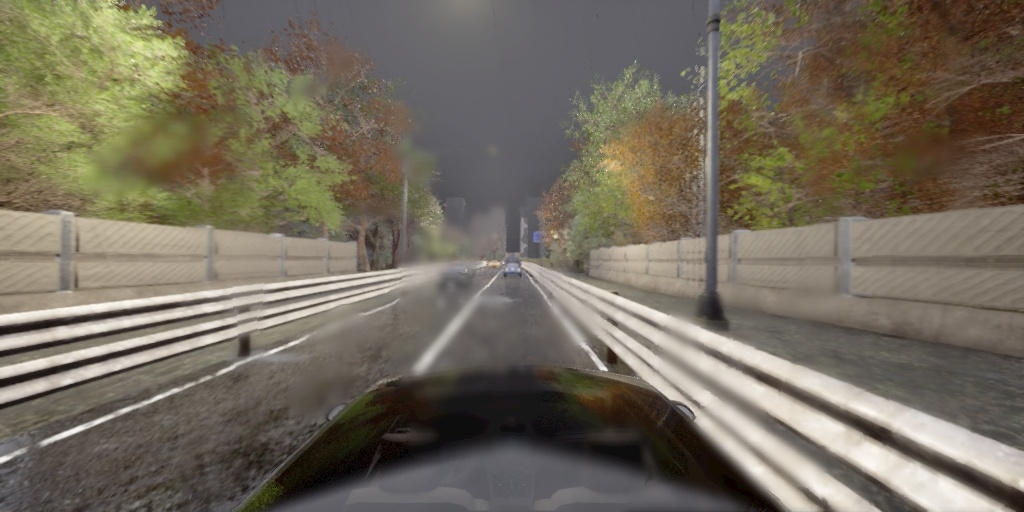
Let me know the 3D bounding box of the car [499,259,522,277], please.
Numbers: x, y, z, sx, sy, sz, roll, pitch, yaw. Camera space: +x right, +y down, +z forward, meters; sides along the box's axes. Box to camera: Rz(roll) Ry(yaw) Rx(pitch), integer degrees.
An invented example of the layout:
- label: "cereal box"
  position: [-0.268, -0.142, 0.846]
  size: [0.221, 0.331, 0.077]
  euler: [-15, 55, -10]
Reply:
- label: "car"
  position: [0.069, 1.334, 36.125]
  size: [2.033, 1.411, 5.357]
  euler: [1, 0, 0]

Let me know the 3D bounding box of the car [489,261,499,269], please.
- label: "car"
  position: [-3.137, 1.579, 65.013]
  size: [1.882, 1.535, 5.008]
  euler: [1, -1, 1]

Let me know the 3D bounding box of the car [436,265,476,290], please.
- label: "car"
  position: [-3.303, 1.255, 22.436]
  size: [2.033, 1.411, 5.357]
  euler: [1, 0, 0]

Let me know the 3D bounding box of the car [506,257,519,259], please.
- label: "car"
  position: [0.102, 1.107, 47.349]
  size: [2.150, 2.045, 5.566]
  euler: [1, 0, 0]
